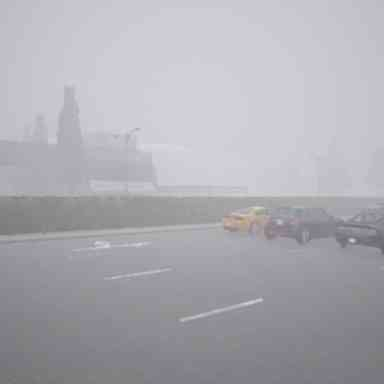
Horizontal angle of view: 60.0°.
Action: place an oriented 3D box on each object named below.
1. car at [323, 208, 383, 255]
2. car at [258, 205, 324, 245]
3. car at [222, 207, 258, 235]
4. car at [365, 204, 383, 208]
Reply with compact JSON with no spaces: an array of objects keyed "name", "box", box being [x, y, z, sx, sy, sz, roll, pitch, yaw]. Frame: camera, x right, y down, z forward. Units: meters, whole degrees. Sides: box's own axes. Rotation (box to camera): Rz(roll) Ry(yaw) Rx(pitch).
[{"name":"car","box":[7.970,1.625,13.856,4.902,1.511,2.128,1,0,-35]},{"name":"car","box":[5.766,1.480,16.584,4.553,1.767,2.097,1,-1,-35]},{"name":"car","box":[4.050,1.611,19.657,5.008,1.535,1.882,0,0,-35]},{"name":"car","box":[16.277,1.749,28.381,5.008,1.535,1.882,0,0,-35]}]
